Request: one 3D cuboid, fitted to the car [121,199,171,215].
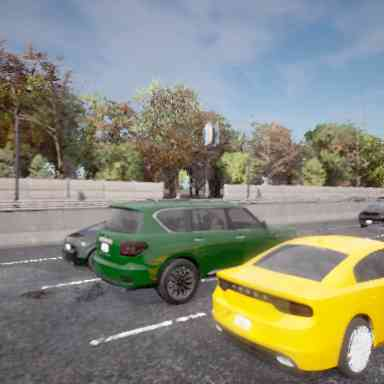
[{"bbox_3d":[-4.765,1.529,34.894,4.892,1.490,1.837,0,0,-35],"label":"car"}]

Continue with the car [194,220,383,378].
[{"bbox_3d":[2.657,1.485,5.609,5.008,1.535,1.882,0,0,-35],"label":"car"}]

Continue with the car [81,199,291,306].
[{"bbox_3d":[0.424,1.229,8.321,5.566,2.045,2.150,0,0,-35],"label":"car"}]

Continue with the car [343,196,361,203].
[{"bbox_3d":[28.586,1.470,58.352,4.553,1.767,2.097,0,0,-35],"label":"car"}]

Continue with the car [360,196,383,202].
[{"bbox_3d":[30.691,1.642,55.558,4.674,1.442,1.812,0,0,-35],"label":"car"}]

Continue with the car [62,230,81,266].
[{"bbox_3d":[-1.983,1.571,10.905,4.181,1.385,1.994,0,0,-35],"label":"car"}]

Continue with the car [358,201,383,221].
[{"bbox_3d":[12.472,1.536,21.119,4.892,1.490,1.837,0,0,-35],"label":"car"}]
